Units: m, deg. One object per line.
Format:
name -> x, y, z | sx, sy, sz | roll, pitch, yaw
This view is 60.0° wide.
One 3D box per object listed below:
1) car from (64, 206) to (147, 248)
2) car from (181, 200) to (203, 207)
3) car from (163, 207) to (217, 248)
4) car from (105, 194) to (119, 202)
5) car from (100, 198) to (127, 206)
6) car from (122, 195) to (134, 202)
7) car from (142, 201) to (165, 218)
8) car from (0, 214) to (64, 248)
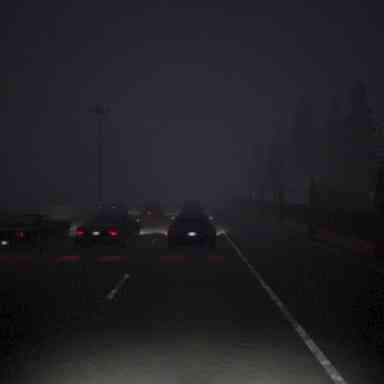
car -> -3.500, 1.560, 14.650 | 2.033, 1.411, 5.357 | 0, 0, 0
car -> 0.000, 1.493, 29.650 | 2.128, 1.511, 4.902 | 0, 0, 0
car -> 0.000, 1.570, 14.650 | 1.994, 1.385, 4.181 | 0, 0, 0
car -> -17.500, 1.306, 72.960 | 2.097, 1.767, 4.553 | 0, 0, 0
car -> -7.000, 1.492, 29.650 | 2.128, 1.511, 4.902 | 0, 0, 0
car -> -14.000, 1.475, 72.930 | 1.812, 1.442, 4.674 | 0, 0, 0
car -> -3.500, 1.530, 29.650 | 1.812, 1.442, 4.674 | 0, 0, 0
car -> -7.000, 1.613, 14.680 | 1.895, 1.301, 4.718 | 0, 0, 0
